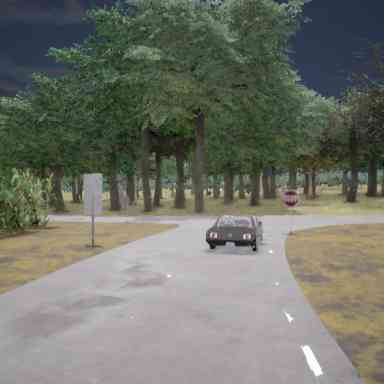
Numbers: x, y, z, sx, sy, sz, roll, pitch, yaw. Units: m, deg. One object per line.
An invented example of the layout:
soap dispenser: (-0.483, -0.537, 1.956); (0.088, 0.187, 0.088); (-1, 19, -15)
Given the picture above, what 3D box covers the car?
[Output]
car: (1.976, 1.608, 14.104); (1.895, 1.301, 4.718); (0, 0, 16)
